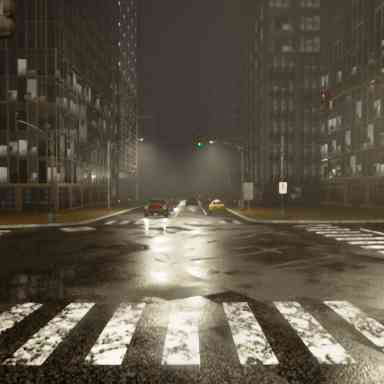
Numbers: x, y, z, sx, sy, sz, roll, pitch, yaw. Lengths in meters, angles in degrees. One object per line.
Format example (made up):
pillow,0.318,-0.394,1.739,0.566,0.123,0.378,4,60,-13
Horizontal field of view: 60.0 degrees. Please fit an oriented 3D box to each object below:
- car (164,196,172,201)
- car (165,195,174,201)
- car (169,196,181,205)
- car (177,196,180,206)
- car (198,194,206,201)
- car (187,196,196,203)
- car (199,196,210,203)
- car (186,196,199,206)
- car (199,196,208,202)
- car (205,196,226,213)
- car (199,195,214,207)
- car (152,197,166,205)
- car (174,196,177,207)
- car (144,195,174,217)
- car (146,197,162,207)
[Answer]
car,-5.820,1.573,80.781,1.802,1.307,4.206,-1,0,0
car,-5.831,1.552,86.455,1.947,1.339,4.313,-1,0,0
car,-3.136,1.479,60.936,1.882,1.535,5.008,0,0,0
car,-3.160,1.608,50.461,1.895,1.301,4.718,0,0,0
car,2.515,1.427,86.410,1.967,1.590,4.097,-1,0,0
car,-0.131,1.591,73.146,1.895,1.301,4.718,0,0,0
car,2.548,1.563,69.388,1.947,1.339,4.313,-1,0,0
car,-0.004,1.568,55.356,1.994,1.385,4.181,0,0,0
car,2.538,1.545,75.061,2.008,1.369,4.403,-1,0,0
car,2.738,1.535,36.797,1.752,1.417,4.829,-1,0,0
car,2.616,1.321,51.878,2.192,1.841,5.009,-1,0,0
car,-5.778,1.569,58.086,1.947,1.339,4.313,-1,0,0
car,-3.168,1.487,40.450,1.882,1.535,5.008,0,0,0
car,-3.172,1.361,31.153,2.097,1.767,4.553,0,0,0
car,-5.938,1.572,52.412,1.947,1.339,4.313,-1,0,0
